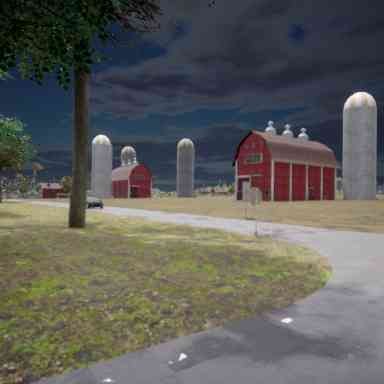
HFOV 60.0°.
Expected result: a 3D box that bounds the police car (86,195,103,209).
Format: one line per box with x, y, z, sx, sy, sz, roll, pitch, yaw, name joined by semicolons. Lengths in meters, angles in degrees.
-12.671;1.244;41.739;1.930;1.638;5.238;1;-1;-35;police car
